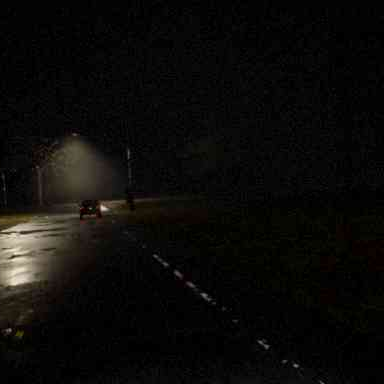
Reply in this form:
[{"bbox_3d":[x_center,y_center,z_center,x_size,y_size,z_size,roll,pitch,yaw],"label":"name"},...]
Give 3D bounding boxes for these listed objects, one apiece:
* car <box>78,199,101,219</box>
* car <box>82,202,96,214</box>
[{"bbox_3d":[-11.281,1.839,36.830,2.150,2.045,5.566,-3,0,-18],"label":"car"},{"bbox_3d":[-15.024,2.296,48.439,1.812,1.442,4.674,-3,1,-18],"label":"car"}]
